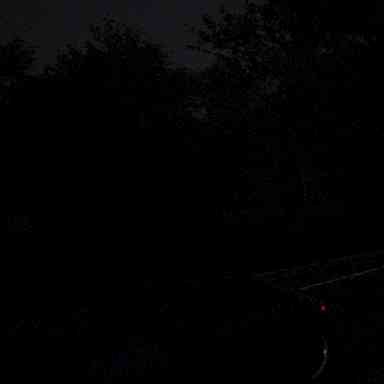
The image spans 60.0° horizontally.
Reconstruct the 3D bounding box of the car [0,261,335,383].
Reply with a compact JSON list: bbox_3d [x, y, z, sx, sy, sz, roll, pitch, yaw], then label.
[{"bbox_3d":[-0.246,1.578,3.818,4.181,1.385,1.994,0,0,-36],"label":"car"}]
